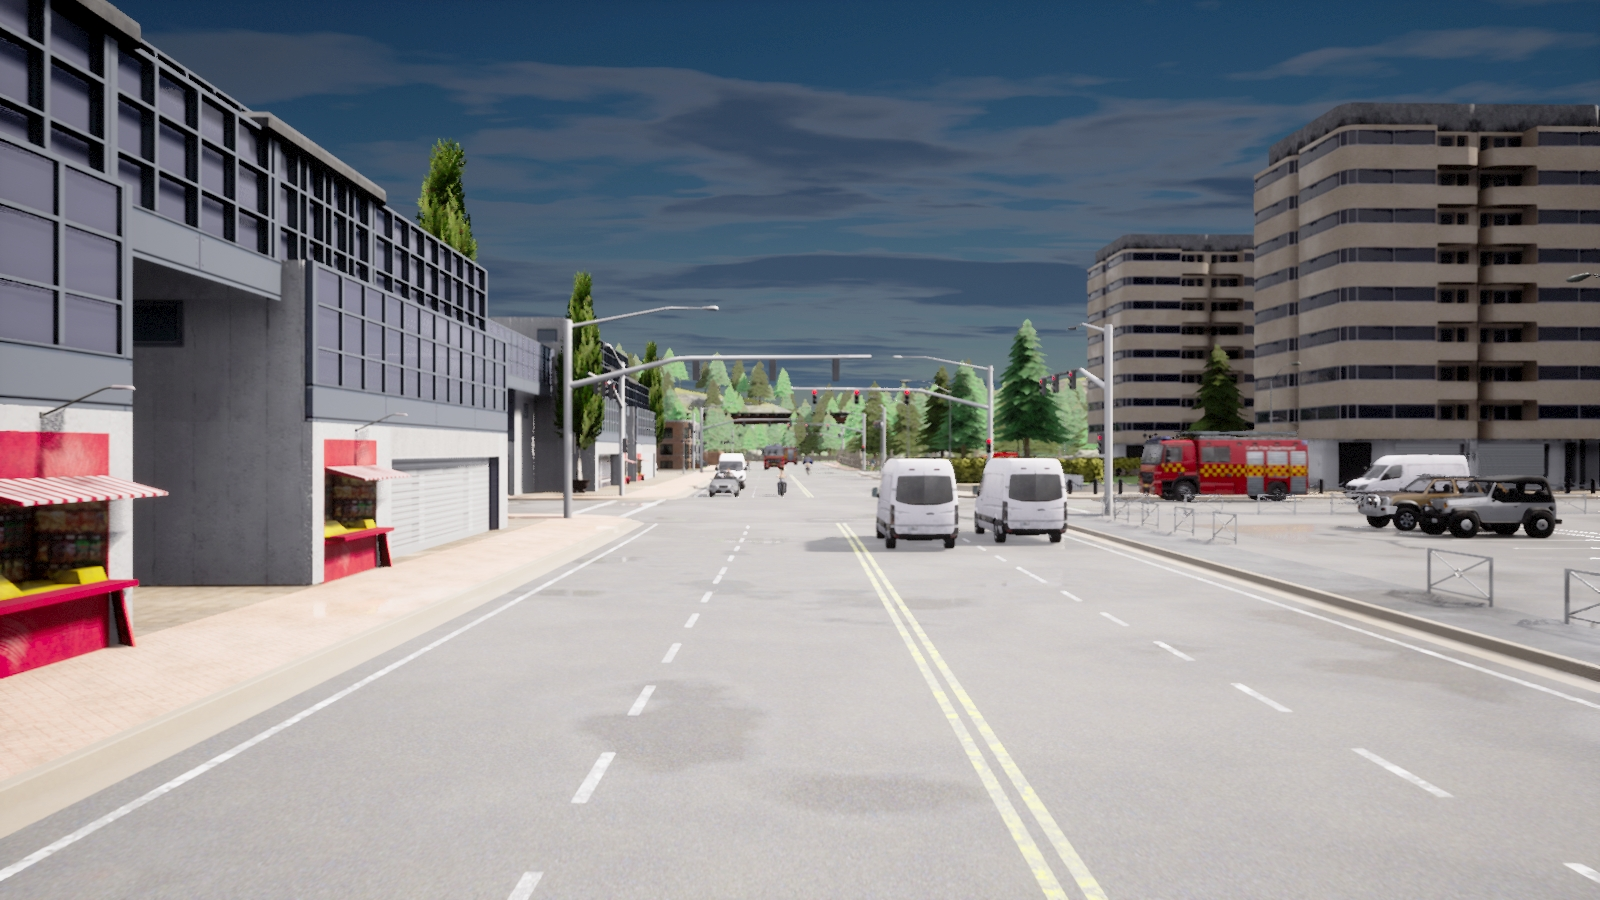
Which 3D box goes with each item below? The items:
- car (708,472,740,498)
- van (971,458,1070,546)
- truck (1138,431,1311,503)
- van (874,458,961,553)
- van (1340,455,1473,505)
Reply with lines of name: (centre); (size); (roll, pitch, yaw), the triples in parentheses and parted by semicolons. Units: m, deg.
car: (-4.593, 2.090, 69.460); (1.816, 1.474, 4.193); (0, 0, -2)
van: (6.916, 1.548, 36.484); (1.988, 2.561, 5.915); (0, 0, 0)
truck: (23.196, 0.913, 62.706); (8.468, 3.827, 2.891); (0, 0, -2)
van: (3.435, 1.547, 34.437); (1.988, 2.561, 5.915); (0, 0, 0)
van: (31.512, 1.556, 59.458); (5.915, 2.561, 1.988); (0, 0, -2)
